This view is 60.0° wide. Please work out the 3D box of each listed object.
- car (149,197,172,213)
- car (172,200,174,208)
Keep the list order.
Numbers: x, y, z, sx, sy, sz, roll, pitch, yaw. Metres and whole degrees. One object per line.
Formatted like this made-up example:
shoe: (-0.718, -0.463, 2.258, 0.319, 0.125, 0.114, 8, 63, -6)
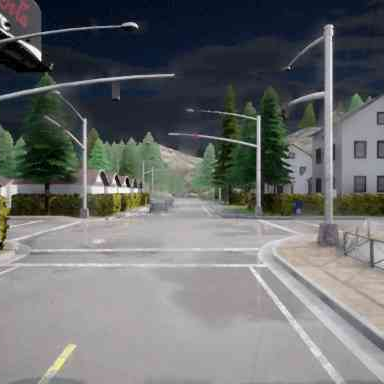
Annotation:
car: (-3.597, 1.526, 37.117, 1.812, 1.442, 4.674, 0, 0, 0)
car: (-3.591, 1.505, 47.085, 1.837, 1.490, 4.892, 0, 0, 0)
